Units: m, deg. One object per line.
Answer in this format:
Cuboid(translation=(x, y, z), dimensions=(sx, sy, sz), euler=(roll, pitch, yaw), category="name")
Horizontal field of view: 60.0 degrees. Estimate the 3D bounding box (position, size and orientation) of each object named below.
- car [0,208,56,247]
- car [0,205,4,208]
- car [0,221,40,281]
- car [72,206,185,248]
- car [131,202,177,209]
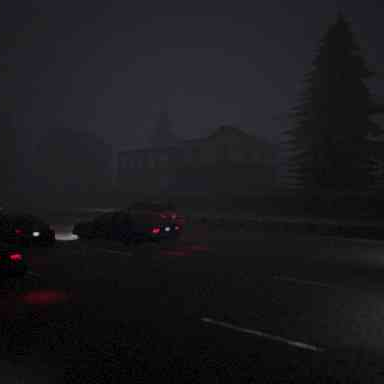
Cuboid(translation=(-7.475, 1.548, 13.624), dimensions=(4.181, 1.385, 1.994), euler=(0, 0, 36), category="car")
Cuboid(translation=(-19.300, 1.510, 30.662), dimensions=(5.357, 1.411, 2.033), euler=(0, 0, 36), category="car")
Cuboid(translation=(-6.401, 1.536, 8.559), dimensions=(5.357, 1.411, 2.033), euler=(0, 0, 35), category="car")
Cuboid(translation=(-3.014, 1.535, 14.742), dimensions=(5.357, 1.411, 2.033), euler=(0, 0, 36), category="car")
Cuboid(translation=(-2.687, 1.337, 18.808), dimensions=(4.553, 1.767, 2.097), euler=(0, 0, 36), category="car")
